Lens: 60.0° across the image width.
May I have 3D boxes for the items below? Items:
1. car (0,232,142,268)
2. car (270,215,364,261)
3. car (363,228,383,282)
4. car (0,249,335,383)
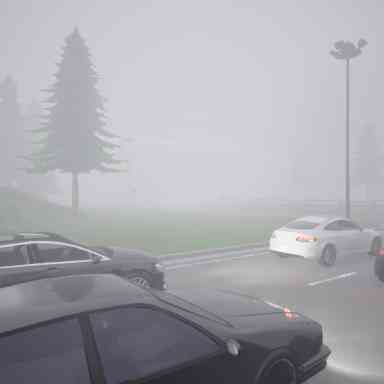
[{"bbox_3d":[-2.776,1.491,6.065,4.902,1.511,2.128,0,0,-35],"label":"car"},{"bbox_3d":[4.653,1.526,11.399,4.674,1.442,1.812,0,0,-35],"label":"car"},{"bbox_3d":[6.491,1.564,8.416,4.181,1.385,1.994,0,0,-35],"label":"car"},{"bbox_3d":[-1.013,1.547,3.022,5.357,1.411,2.033,0,0,-36],"label":"car"}]
